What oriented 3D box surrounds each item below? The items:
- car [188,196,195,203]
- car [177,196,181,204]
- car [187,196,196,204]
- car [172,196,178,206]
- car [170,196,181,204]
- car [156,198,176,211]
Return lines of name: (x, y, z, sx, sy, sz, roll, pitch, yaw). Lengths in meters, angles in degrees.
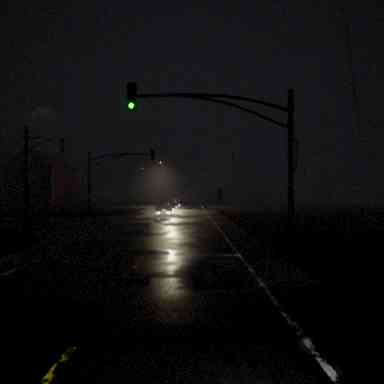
car: (-0.052, 1.913, 85.971, 1.837, 1.490, 4.892, 0, 0, 0)
car: (-3.597, 1.796, 62.089, 1.882, 1.535, 5.008, 0, 0, 1)
car: (-0.046, 1.930, 76.378, 1.994, 1.385, 4.181, 0, 0, 0)
car: (-3.611, 1.802, 52.738, 1.812, 1.442, 4.674, 0, 0, 0)
car: (-3.542, 1.706, 72.067, 2.097, 1.767, 4.553, 0, 0, 0)
car: (-3.616, 1.800, 44.077, 1.994, 1.385, 4.181, 0, 0, 0)
